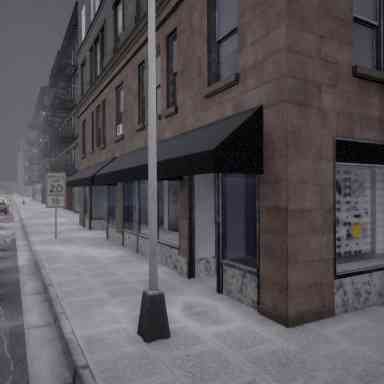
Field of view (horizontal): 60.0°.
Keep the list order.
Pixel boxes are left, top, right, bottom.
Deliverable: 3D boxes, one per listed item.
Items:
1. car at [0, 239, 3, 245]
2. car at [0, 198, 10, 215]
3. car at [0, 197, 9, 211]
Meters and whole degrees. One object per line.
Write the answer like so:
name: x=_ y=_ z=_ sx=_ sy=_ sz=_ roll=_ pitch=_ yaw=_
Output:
car: x=-5.137 y=1.507 z=6.961 sx=1.837 sy=1.490 sz=4.892 roll=0 pitch=0 yaw=-29
car: x=-19.388 y=1.488 z=33.265 sx=2.128 sy=1.511 sz=4.902 roll=0 pitch=0 yaw=-28
car: x=-24.409 y=1.468 z=42.406 sx=1.882 sy=1.535 sz=5.008 roll=0 pitch=0 yaw=-28
